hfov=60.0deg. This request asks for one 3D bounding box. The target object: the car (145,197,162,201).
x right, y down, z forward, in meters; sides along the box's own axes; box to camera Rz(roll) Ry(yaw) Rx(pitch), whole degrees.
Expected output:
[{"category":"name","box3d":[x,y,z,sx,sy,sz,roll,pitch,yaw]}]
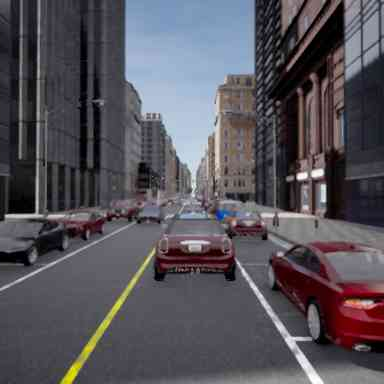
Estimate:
[{"category":"car","box3d":[-5.863,1.629,45.685,2.192,1.841,5.009,1,0,0]}]

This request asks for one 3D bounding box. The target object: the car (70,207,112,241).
[{"category":"car","box3d":[-5.856,1.663,17.562,1.887,1.381,4.507,1,0,0]}]

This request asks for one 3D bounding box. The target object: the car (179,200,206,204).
[{"category":"car","box3d":[0.089,1.754,30.378,2.033,1.411,5.357,0,0,0]}]

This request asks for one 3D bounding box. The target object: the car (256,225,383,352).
[{"category":"car","box3d":[2.674,1.588,6.309,1.887,1.381,4.507,1,0,0]}]

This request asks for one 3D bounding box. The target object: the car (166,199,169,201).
[{"category":"car","box3d":[-5.871,1.978,62.557,1.887,1.381,4.507,1,0,0]}]

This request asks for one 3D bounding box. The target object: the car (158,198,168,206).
[{"category":"car","box3d":[-5.873,1.998,68.011,1.752,1.417,4.829,1,0,0]}]

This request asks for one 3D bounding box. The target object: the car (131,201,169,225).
[{"category":"car","box3d":[-3.109,1.724,26.101,2.033,1.411,5.357,0,0,0]}]

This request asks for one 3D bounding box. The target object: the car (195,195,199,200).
[{"category":"car","box3d":[2.643,2.249,95.194,1.802,1.307,4.206,1,0,0]}]

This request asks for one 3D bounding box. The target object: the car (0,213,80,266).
[{"category":"car","box3d":[-5.854,1.646,11.937,1.947,1.339,4.313,1,0,0]}]

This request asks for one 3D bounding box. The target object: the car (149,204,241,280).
[{"category":"car","box3d":[0.082,1.421,10.346,2.097,1.767,4.553,0,-1,0]}]

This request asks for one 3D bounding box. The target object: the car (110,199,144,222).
[{"category":"car","box3d":[-5.857,1.510,28.812,2.192,1.841,5.009,1,0,0]}]

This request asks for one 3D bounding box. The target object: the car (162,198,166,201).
[{"category":"car","box3d":[-5.869,1.918,56.763,1.752,1.417,4.829,1,0,0]}]

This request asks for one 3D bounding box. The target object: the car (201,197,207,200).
[{"category":"car","box3d":[2.662,1.754,45.678,1.967,1.590,4.097,1,0,0]}]

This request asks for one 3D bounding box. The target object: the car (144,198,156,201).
[{"category":"car","box3d":[-5.863,1.819,40.059,1.887,1.381,4.507,1,0,0]}]

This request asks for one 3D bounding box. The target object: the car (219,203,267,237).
[{"category":"car","box3d":[2.671,1.559,17.558,1.967,1.590,4.097,1,0,0]}]

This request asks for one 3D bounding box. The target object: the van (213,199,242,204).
[{"category":"van","box3d":[2.670,1.498,23.183,1.690,1.788,3.998,1,0,0]}]

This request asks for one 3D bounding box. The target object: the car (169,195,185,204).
[{"category":"car","box3d":[-3.042,1.955,65.333,2.128,1.511,4.902,0,0,1]}]

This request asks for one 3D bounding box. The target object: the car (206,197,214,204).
[{"category":"car","box3d":[2.668,1.511,28.807,2.192,1.841,5.009,1,0,0]}]

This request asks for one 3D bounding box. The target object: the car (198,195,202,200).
[{"category":"car","box3d":[2.659,1.709,56.928,2.192,1.841,5.009,1,0,0]}]

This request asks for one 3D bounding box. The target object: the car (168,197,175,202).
[{"category":"car","box3d":[-5.882,2.211,95.200,1.887,1.381,4.507,1,0,0]}]
